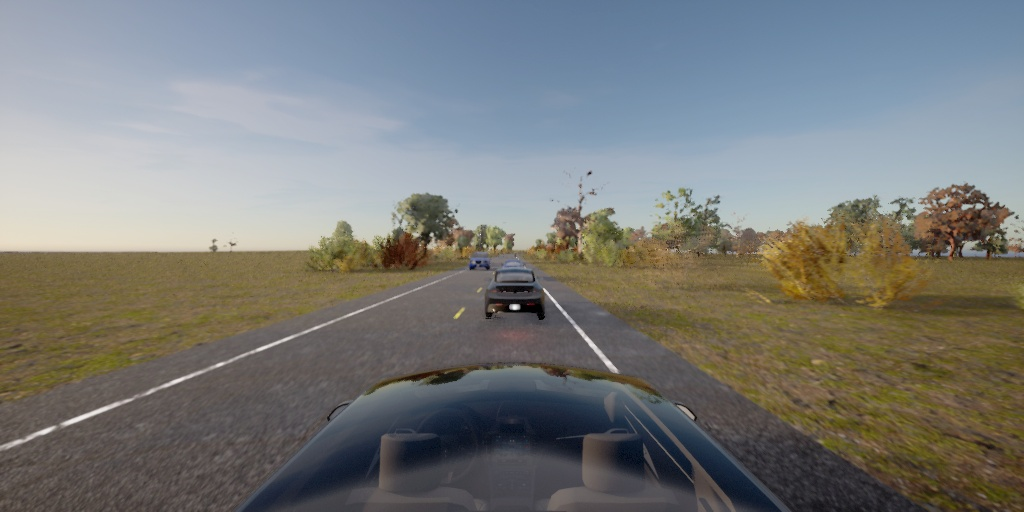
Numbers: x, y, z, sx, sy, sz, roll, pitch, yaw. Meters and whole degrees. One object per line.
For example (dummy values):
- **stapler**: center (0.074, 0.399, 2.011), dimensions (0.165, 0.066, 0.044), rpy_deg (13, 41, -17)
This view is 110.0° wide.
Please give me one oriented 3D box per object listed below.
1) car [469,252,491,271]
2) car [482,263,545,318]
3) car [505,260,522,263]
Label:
- **car**: center (-3.588, 0.583, 40.925), dimensions (2.150, 2.045, 5.566), rpy_deg (0, 1, 0)
- **car**: center (0.088, 1.156, 12.440), dimensions (1.837, 1.490, 4.892), rpy_deg (0, 0, 0)
- **car**: center (0.094, 1.017, 28.505), dimensions (1.812, 1.442, 4.674), rpy_deg (0, 1, 0)
